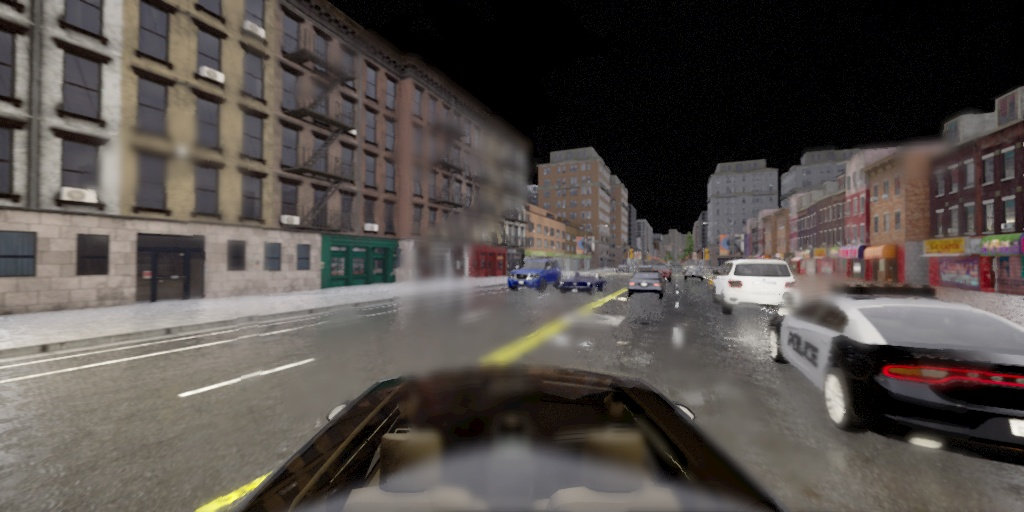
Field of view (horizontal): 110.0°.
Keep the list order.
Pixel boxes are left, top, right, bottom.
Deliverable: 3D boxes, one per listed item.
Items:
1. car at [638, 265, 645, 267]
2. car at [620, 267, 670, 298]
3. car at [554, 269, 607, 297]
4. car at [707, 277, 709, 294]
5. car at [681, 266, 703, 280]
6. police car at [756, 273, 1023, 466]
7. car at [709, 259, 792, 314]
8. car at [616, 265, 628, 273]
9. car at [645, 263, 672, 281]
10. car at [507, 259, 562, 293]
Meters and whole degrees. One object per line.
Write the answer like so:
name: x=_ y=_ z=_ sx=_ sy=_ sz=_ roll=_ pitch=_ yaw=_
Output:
car: x=21.389 y=2.179 z=58.491 sx=2.033 sy=1.411 sz=5.357 roll=0 pitch=-1 yaw=25
car: x=7.758 y=1.540 z=20.535 sx=2.033 sy=1.411 sz=5.357 roll=0 pitch=-1 yaw=24
car: x=4.283 y=1.578 z=21.220 sx=1.895 sy=1.301 sz=4.718 roll=0 pitch=-1 yaw=25
car: x=12.003 y=1.470 z=19.891 sx=1.801 sy=1.575 sz=5.366 roll=0 pitch=-1 yaw=25
car: x=19.818 y=1.891 z=39.260 sx=2.033 sy=1.411 sz=5.357 roll=0 pitch=-1 yaw=25
police car: x=5.313 y=1.237 z=5.267 sx=1.930 sy=1.638 sz=5.238 roll=0 pitch=-1 yaw=25
car: x=9.442 y=1.152 z=14.291 sx=2.150 sy=2.045 sz=5.566 roll=0 pitch=-1 yaw=25
car: x=18.772 y=2.190 z=60.556 sx=2.033 sy=1.411 sz=5.357 roll=0 pitch=-1 yaw=25
car: x=15.168 y=1.624 z=36.720 sx=2.097 sy=1.767 sz=4.553 roll=0 pitch=-1 yaw=25
car: x=1.662 y=1.208 z=23.304 sx=2.150 sy=2.045 sz=5.566 roll=0 pitch=-1 yaw=25
